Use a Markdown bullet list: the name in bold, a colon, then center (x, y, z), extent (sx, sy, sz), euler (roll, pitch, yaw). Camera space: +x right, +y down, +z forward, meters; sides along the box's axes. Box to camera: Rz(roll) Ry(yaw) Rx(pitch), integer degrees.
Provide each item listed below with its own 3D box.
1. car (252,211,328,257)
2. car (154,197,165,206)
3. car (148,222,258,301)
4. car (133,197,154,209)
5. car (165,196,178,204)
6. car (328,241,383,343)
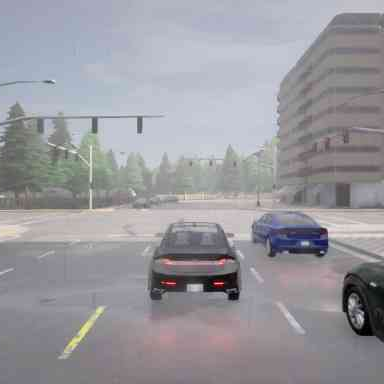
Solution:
- **car**: center (3.585, 1.478, 12.987), extent (1.882, 1.535, 5.008), euler (0, 0, 0)
- **car**: center (-6.369, 1.525, 56.322), extent (1.812, 1.442, 4.674), euler (0, 0, 8)
- **car**: center (0.067, 1.492, 8.341), extent (2.128, 1.511, 4.902), euler (0, 0, 0)
- **car**: center (-6.986, 1.526, 46.418), extent (1.812, 1.442, 4.674), euler (0, 0, 2)
- **car**: center (-4.225, 1.504, 66.291), extent (1.837, 1.490, 4.892), euler (0, 0, 20)
- **car**: center (3.600, 1.352, 3.835), extent (2.097, 1.767, 4.553), euler (0, 0, 0)
